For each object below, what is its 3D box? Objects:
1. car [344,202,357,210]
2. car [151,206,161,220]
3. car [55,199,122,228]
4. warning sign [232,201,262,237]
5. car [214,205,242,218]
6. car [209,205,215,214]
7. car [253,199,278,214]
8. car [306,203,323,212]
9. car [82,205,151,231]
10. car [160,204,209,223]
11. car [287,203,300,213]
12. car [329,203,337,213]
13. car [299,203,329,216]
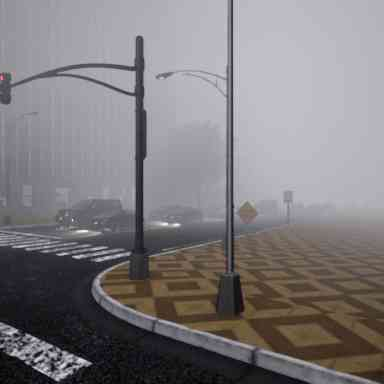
[{"bbox_3d":[31.435,2.767,65.960,1.801,1.575,5.366,0,-1,33],"label":"car"},{"bbox_3d":[-2.429,1.996,33.509,1.837,1.490,4.892,0,-1,33],"label":"car"},{"bbox_3d":[-7.607,1.542,25.440,2.150,2.045,5.566,0,-1,33],"label":"car"},{"bbox_3d":[3.088,1.452,18.560,1.300,1.860,1.060,1,1,33],"label":"warning sign"},{"bbox_3d":[4.832,2.246,38.803,1.895,1.301,4.718,0,-1,33],"label":"car"},{"bbox_3d":[3.045,2.273,42.031,1.895,1.301,4.718,0,-1,32],"label":"car"},{"bbox_3d":[10.674,2.059,47.833,2.150,2.045,5.566,0,-1,33],"label":"car"},{"bbox_3d":[21.555,2.629,58.505,1.812,1.442,4.674,0,-1,33],"label":"car"},{"bbox_3d":[-5.157,1.879,23.243,1.994,1.385,4.181,0,-1,33],"label":"car"},{"bbox_3d":[-0.626,2.029,30.310,1.994,1.385,4.181,0,-1,32],"label":"car"},{"bbox_3d":[15.625,2.388,49.251,1.882,1.535,5.008,0,-1,33],"label":"car"},{"bbox_3d":[21.782,2.534,53.016,1.837,1.490,4.892,0,-1,33],"label":"car"},{"bbox_3d":[16.492,2.402,44.678,2.033,1.411,5.357,0,-1,33],"label":"car"}]
